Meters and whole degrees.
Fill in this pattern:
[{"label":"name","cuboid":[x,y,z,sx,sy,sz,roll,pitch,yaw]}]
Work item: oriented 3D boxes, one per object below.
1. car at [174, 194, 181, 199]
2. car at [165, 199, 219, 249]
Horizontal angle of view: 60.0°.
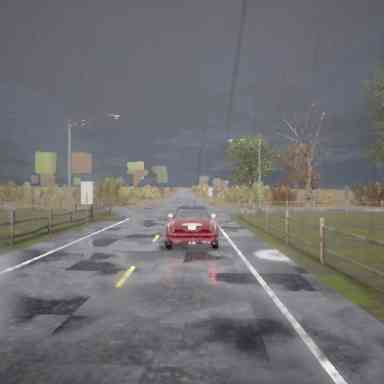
[{"label":"car","cuboid":[-4.054,1.221,93.488,2.097,1.767,4.553,0,0,-1]},{"label":"car","cuboid":[0.000,1.362,14.619,2.097,1.767,4.553,0,0,0]}]
